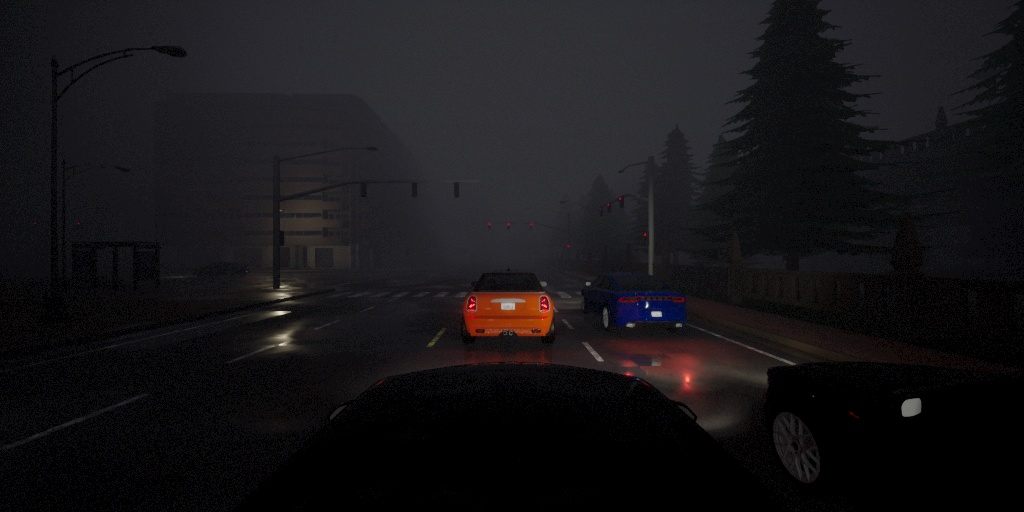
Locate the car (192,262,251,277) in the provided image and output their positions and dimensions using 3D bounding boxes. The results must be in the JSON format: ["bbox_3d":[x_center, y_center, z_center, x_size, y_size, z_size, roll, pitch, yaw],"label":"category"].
[{"bbox_3d":[-28.831,1.310,35.647,4.892,1.490,1.837,0,0,-1],"label":"car"}]

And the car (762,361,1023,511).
[{"bbox_3d":[3.288,1.228,1.453,1.882,1.535,5.008,0,0,3],"label":"car"}]

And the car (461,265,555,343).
[{"bbox_3d":[-0.081,1.102,9.835,2.097,1.767,4.553,0,0,0],"label":"car"}]

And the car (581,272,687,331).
[{"bbox_3d":[3.419,1.228,10.979,1.882,1.535,5.008,0,0,0],"label":"car"}]
